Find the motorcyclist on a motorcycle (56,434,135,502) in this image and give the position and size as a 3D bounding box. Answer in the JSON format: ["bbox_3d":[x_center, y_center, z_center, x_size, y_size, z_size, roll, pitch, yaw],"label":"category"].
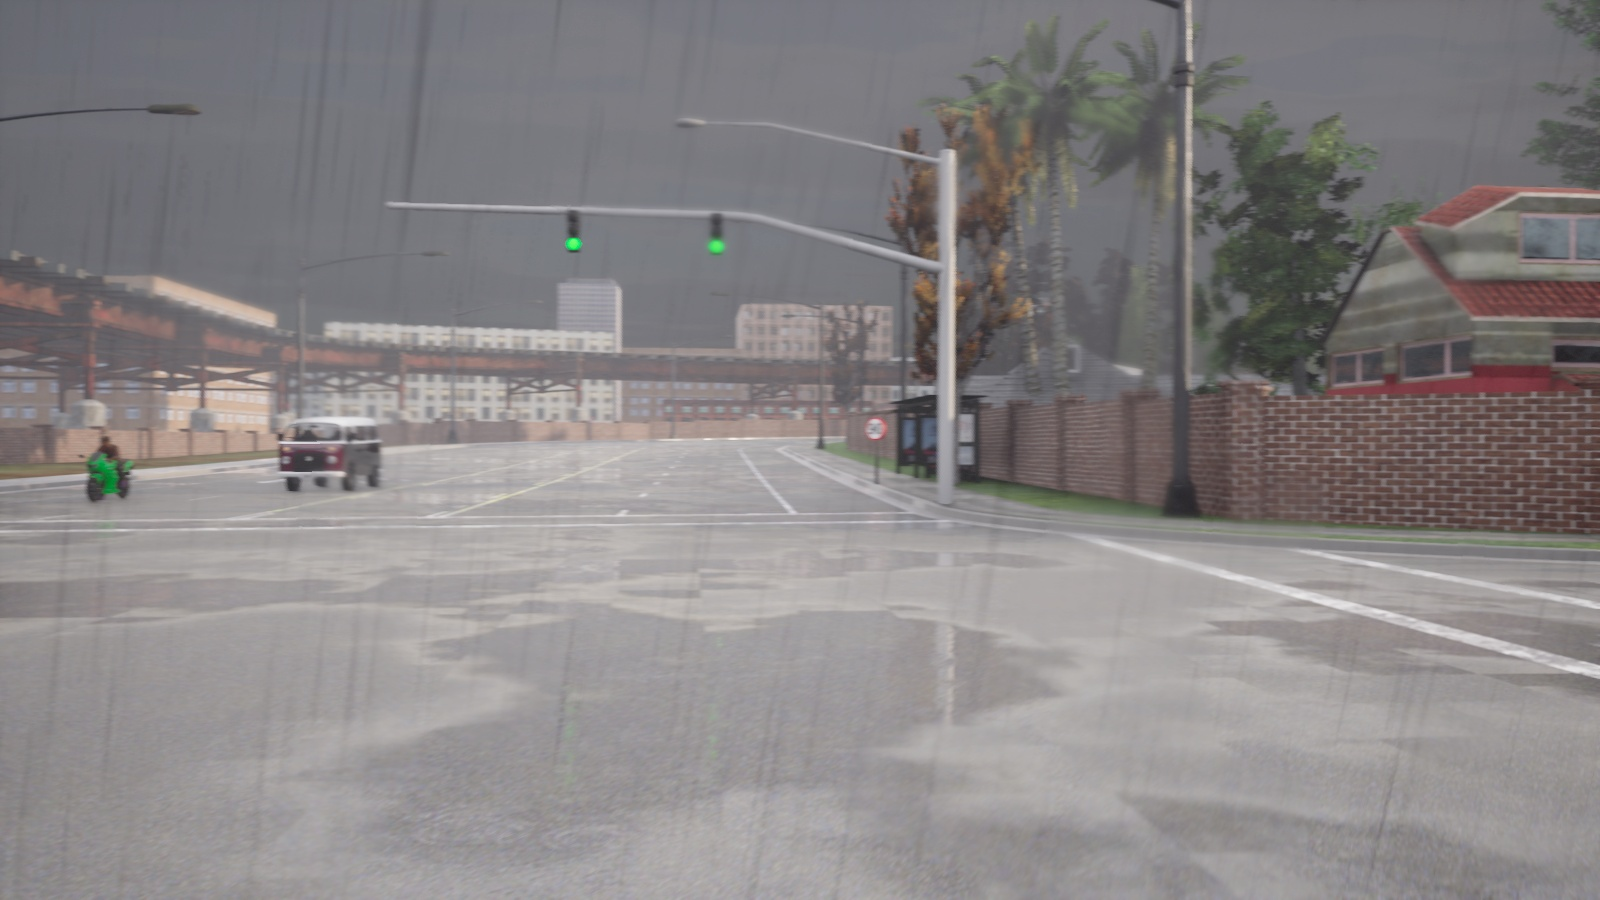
[{"bbox_3d":[-16.322,0.399,29.152,0.797,1.523,2.044,0,1,-4],"label":"motorcyclist on a motorcycle"}]

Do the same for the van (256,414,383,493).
[{"bbox_3d":[-13.225,0.067,34.861,2.069,2.038,4.480,0,1,-4],"label":"van"}]
